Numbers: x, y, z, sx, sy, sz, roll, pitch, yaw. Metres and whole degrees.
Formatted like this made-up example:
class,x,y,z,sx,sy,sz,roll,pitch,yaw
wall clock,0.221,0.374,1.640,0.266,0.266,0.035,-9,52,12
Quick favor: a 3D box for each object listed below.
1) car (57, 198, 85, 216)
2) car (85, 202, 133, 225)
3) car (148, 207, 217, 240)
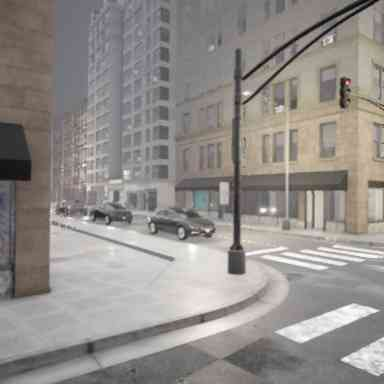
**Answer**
class,x,y,z,sx,sy,sz,roll,pitch,yaw
car,-12.310,1.472,34.117,2.097,1.767,4.553,1,0,-36
car,-6.314,1.595,25.825,1.882,1.535,5.008,1,0,-36
car,-0.651,1.626,18.012,1.837,1.490,4.892,1,0,-36
